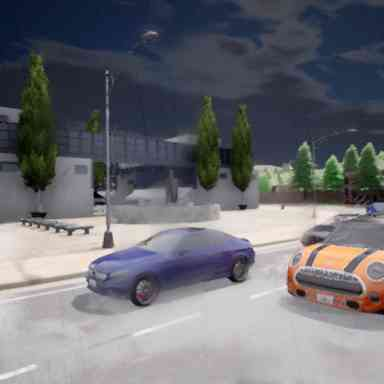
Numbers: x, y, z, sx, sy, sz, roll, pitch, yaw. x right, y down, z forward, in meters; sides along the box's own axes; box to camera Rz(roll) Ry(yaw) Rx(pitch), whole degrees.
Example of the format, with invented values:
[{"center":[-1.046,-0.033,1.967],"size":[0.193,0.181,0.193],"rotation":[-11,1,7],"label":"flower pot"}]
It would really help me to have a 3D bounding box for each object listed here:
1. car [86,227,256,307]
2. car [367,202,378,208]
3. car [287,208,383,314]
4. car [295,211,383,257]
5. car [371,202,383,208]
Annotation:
[{"center":[-0.296,1.661,8.502],"size":[4.674,1.442,1.812],"rotation":[0,-1,-39],"label":"car"},{"center":[18.514,1.761,32.674],"size":[1.882,1.535,5.008],"rotation":[-1,-1,18],"label":"car"},{"center":[4.177,1.427,7.772],"size":[4.553,1.767,2.097],"rotation":[0,-1,-42],"label":"car"},{"center":[6.927,1.695,14.751],"size":[5.357,1.411,2.033],"rotation":[0,-1,-43],"label":"car"},{"center":[13.612,1.694,22.645],"size":[1.837,1.490,4.892],"rotation":[-1,-1,33],"label":"car"}]
